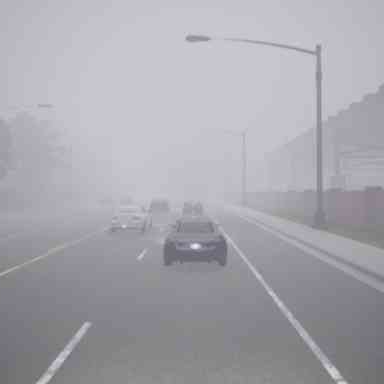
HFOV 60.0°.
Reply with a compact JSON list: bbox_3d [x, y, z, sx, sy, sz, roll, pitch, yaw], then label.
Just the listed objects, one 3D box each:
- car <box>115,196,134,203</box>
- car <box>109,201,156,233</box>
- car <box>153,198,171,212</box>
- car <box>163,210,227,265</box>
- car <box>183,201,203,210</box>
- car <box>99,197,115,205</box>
[{"bbox_3d":[-10.523,1.375,53.633,1.837,1.490,4.892,0,0,0],"label":"car"},{"bbox_3d":[-3.403,1.478,19.039,1.812,1.442,4.674,0,0,0],"label":"car"},{"bbox_3d":[-3.407,1.388,36.034,1.882,1.535,5.008,0,0,0],"label":"car"},{"bbox_3d":[0.100,1.535,11.643,1.994,1.385,4.181,0,0,0],"label":"car"},{"bbox_3d":[0.094,1.520,32.740,1.895,1.301,4.718,0,0,0],"label":"car"},{"bbox_3d":[-14.008,1.529,55.197,1.895,1.301,4.718,0,0,0],"label":"car"}]
